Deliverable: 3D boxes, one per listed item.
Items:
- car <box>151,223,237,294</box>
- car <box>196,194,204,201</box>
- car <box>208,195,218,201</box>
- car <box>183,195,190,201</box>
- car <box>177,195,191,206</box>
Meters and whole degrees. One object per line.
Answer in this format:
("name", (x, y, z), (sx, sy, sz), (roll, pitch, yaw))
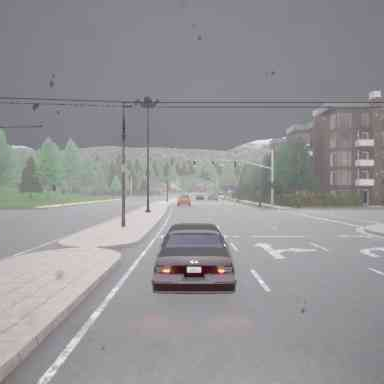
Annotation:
("car", (0.049, 1.547, 8.930), (2.033, 1.411, 5.357), (0, 0, 0))
("car", (2.050, 1.477, 85.536), (1.882, 1.535, 5.008), (0, 0, 0))
("car", (5.550, 1.539, 85.541), (2.033, 1.411, 5.357), (0, 0, 0))
("car", (-1.450, 1.523, 85.501), (1.812, 1.442, 4.674), (0, 0, 0))
("car", (-1.312, 1.352, 54.676), (2.097, 1.767, 4.553), (0, 0, -1))
